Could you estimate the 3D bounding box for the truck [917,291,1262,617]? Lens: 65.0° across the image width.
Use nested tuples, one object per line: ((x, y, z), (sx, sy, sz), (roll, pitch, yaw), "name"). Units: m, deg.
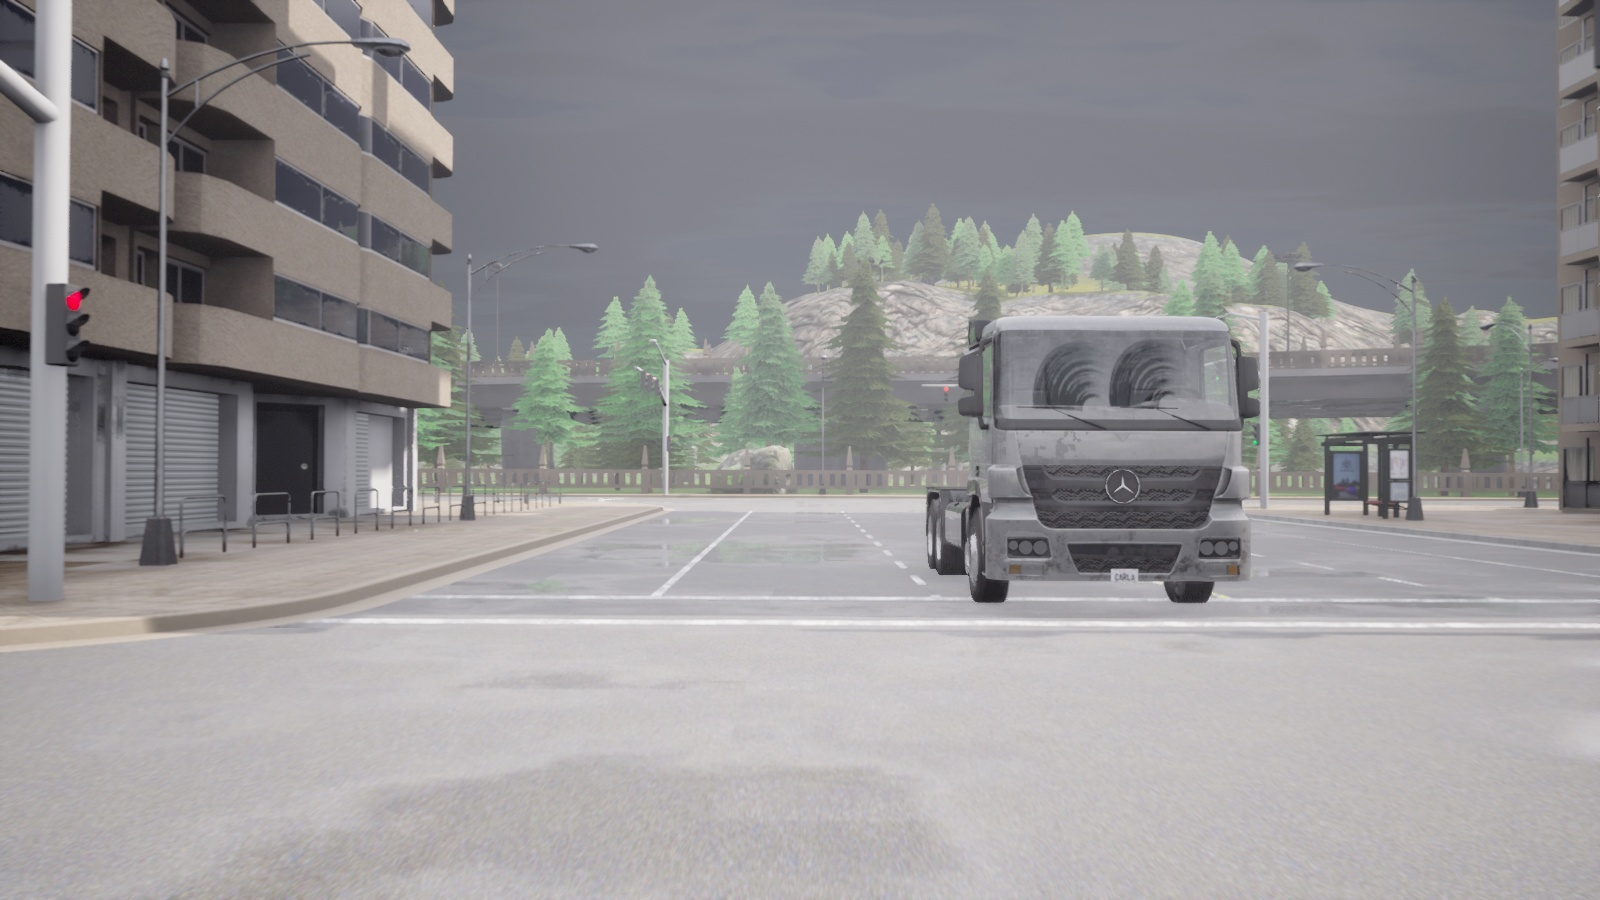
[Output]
((3.455, 0.110, 17.358), (2.891, 3.462, 7.936), (0, -1, 0), "truck")
